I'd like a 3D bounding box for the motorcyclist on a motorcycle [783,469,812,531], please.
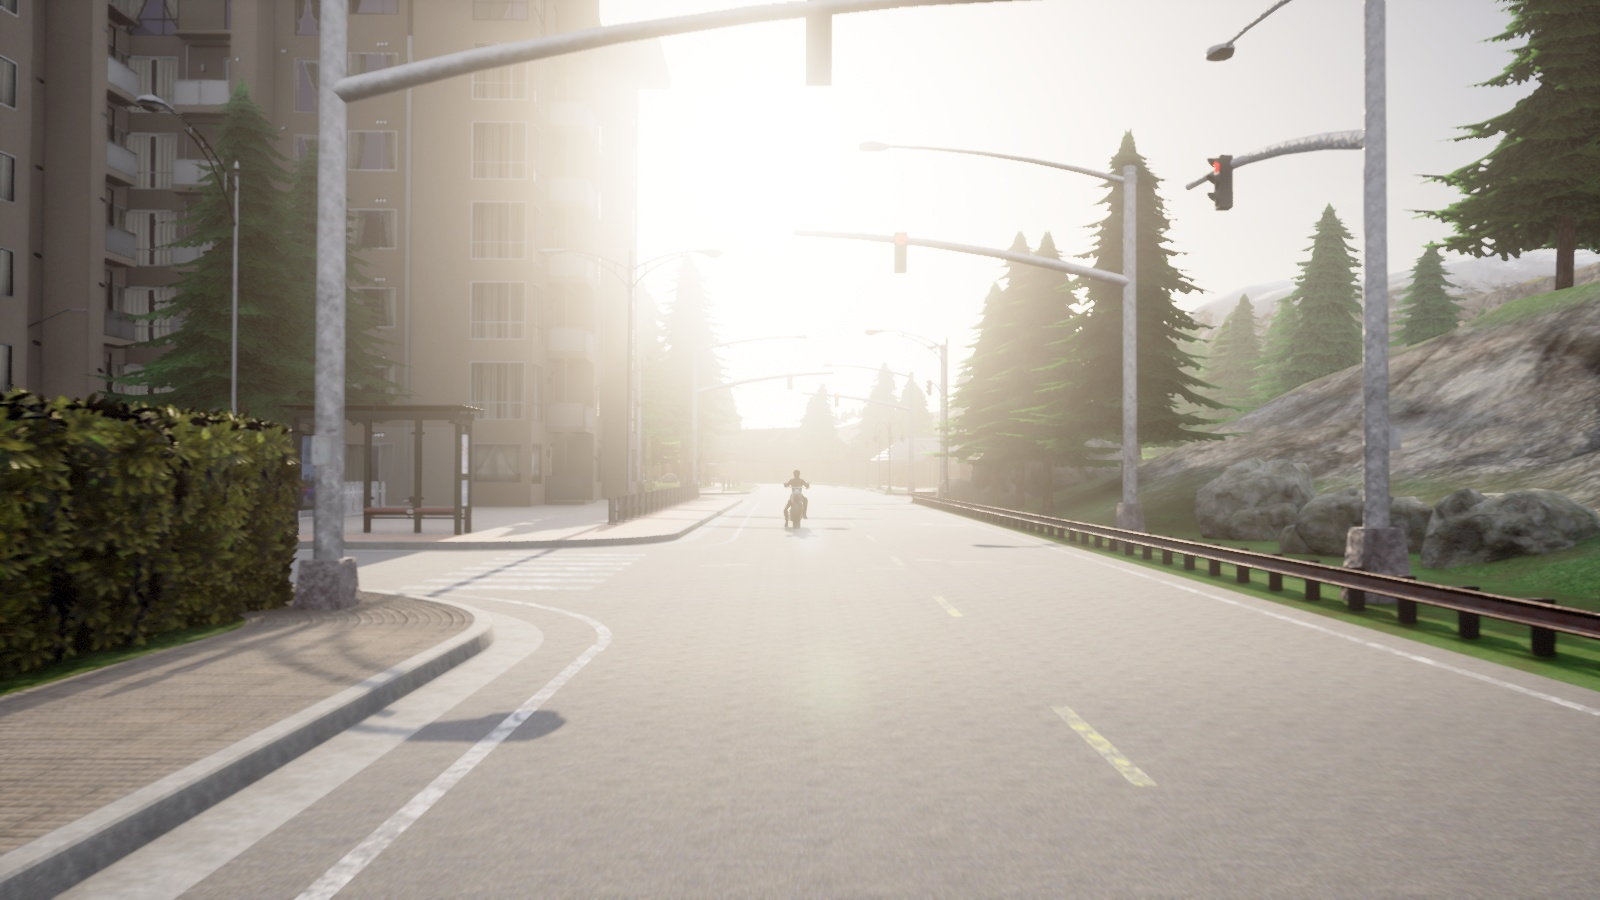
[{"bbox_3d":[-0.080,1.346,34.738,0.766,1.649,2.350,0,-1,0],"label":"motorcyclist on a motorcycle"}]
